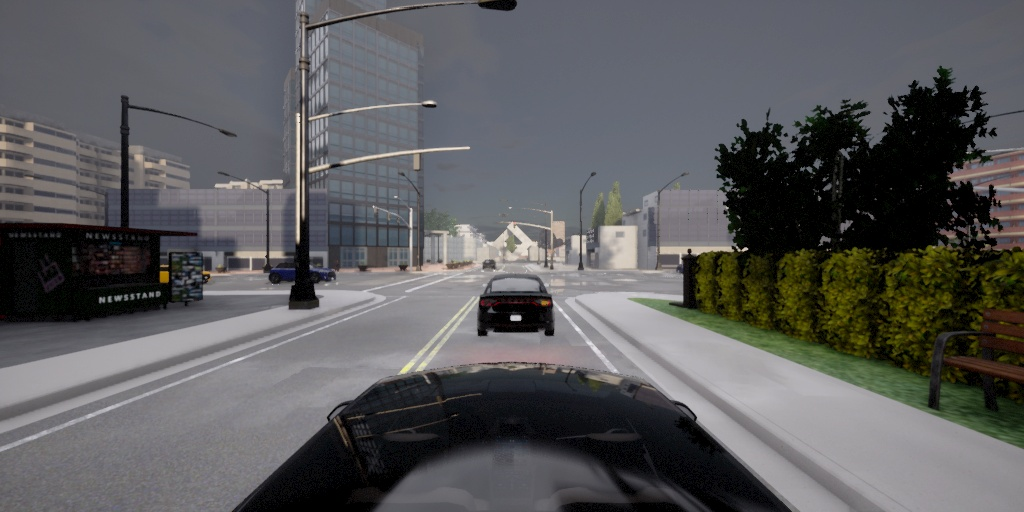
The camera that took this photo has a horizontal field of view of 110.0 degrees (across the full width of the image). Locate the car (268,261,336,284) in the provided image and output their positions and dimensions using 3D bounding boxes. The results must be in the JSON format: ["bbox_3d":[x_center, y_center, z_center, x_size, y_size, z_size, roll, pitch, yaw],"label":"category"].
[{"bbox_3d":[-16.286,1.206,28.038,4.553,1.767,2.097,-1,0,0],"label":"car"}]

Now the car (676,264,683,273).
[{"bbox_3d":[20.278,1.051,38.873,4.553,1.767,2.097,0,0,0],"label":"car"}]

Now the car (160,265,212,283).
[{"bbox_3d":[-26.398,1.450,28.001,5.008,1.535,1.882,-1,0,0],"label":"car"}]

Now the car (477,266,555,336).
[{"bbox_3d":[0.110,1.226,10.434,1.882,1.535,5.008,0,0,1],"label":"car"}]

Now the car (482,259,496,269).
[{"bbox_3d":[-3.380,1.221,54.216,1.882,1.535,5.008,0,0,0],"label":"car"}]

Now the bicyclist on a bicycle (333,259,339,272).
[{"bbox_3d":[-21.822,1.210,44.493,0.582,1.620,1.656,-1,0,0],"label":"bicyclist on a bicycle"}]
